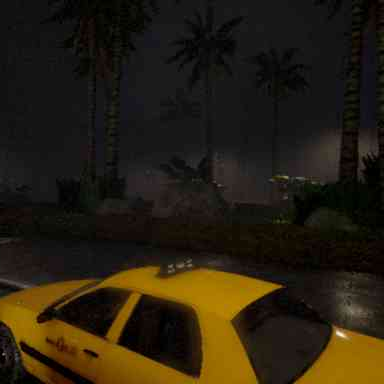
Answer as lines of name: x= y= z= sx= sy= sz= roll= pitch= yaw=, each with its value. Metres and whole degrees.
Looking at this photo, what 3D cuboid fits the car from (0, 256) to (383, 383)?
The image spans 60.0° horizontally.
car: x=-0.390 y=1.471 z=3.594 sx=5.366 sy=1.575 sz=1.801 roll=0 pitch=0 yaw=37
